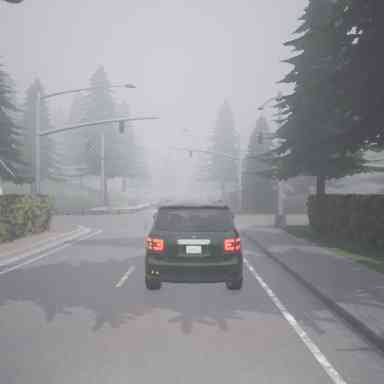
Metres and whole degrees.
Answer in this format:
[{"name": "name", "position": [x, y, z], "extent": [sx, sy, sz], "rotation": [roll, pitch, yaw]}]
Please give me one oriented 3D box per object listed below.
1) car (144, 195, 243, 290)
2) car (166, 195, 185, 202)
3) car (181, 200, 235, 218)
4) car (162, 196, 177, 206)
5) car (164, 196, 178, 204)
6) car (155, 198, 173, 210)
[{"name": "car", "position": [0.052, 1.221, 9.208], "extent": [2.150, 2.045, 5.566], "rotation": [0, 0, 0]}, {"name": "car", "position": [-3.820, 1.478, 74.421], "extent": [1.882, 1.535, 5.008], "rotation": [0, 0, -35]}, {"name": "car", "position": [1.456, 1.513, 31.101], "extent": [4.674, 1.442, 1.812], "rotation": [0, 1, 32]}, {"name": "car", "position": [-3.660, 1.491, 53.986], "extent": [2.128, 1.511, 4.902], "rotation": [0, 0, 0]}, {"name": "car", "position": [-4.254, 1.492, 66.534], "extent": [2.128, 1.511, 4.902], "rotation": [0, 0, -14]}, {"name": "car", "position": [-3.644, 1.563, 43.611], "extent": [1.994, 1.385, 4.181], "rotation": [0, 0, 0]}]
